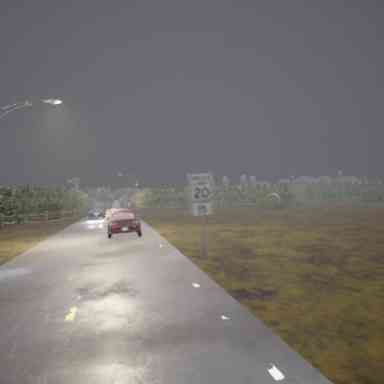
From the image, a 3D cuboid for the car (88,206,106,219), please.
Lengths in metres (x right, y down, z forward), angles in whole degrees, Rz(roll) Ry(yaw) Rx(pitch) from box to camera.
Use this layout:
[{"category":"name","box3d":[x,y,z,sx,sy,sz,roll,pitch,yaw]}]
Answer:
[{"category":"car","box3d":[-11.427,2.429,40.331,2.128,1.511,4.902,-4,-1,-13]}]

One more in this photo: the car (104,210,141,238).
[{"category":"car","box3d":[-4.086,1.835,19.998,1.812,1.442,4.674,-3,0,-12]}]
